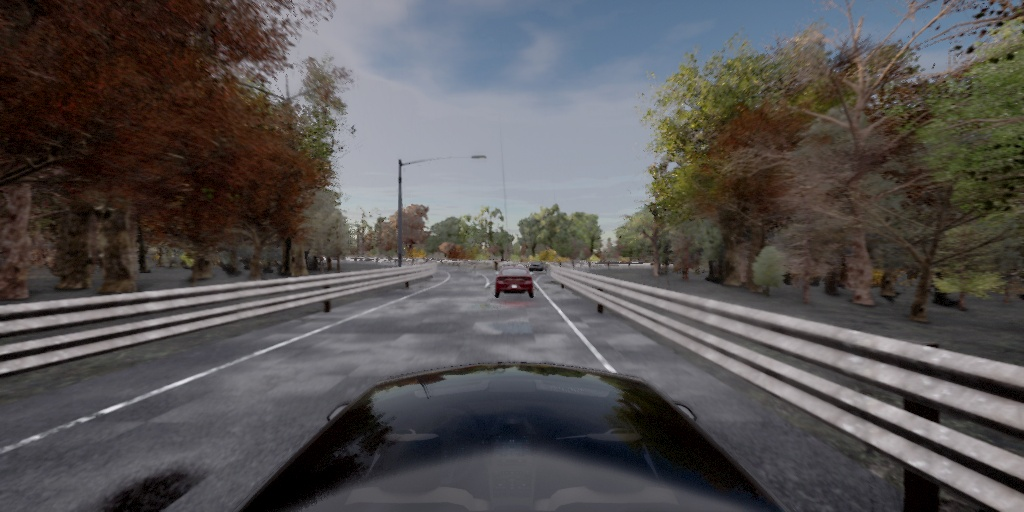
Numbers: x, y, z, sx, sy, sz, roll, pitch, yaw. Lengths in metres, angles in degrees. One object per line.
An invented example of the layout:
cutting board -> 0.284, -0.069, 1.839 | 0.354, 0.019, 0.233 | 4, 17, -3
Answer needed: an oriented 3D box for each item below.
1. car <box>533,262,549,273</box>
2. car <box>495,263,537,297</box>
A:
car -> 3.607, 1.514, 47.509 | 1.837, 1.490, 4.892 | -1, -1, 16
car -> 0.132, 1.284, 19.497 | 1.882, 1.535, 5.008 | 0, 0, 1
